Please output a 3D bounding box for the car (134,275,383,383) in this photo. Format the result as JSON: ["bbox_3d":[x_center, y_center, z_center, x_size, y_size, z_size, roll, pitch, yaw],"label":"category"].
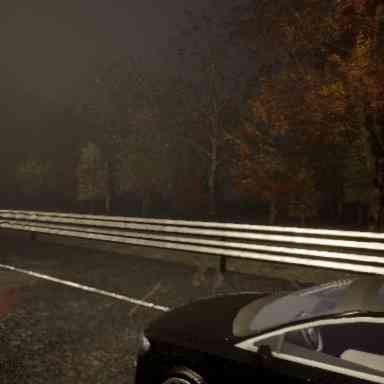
[{"bbox_3d":[1.645,1.493,2.695,4.902,1.511,2.128,0,0,36],"label":"car"}]
